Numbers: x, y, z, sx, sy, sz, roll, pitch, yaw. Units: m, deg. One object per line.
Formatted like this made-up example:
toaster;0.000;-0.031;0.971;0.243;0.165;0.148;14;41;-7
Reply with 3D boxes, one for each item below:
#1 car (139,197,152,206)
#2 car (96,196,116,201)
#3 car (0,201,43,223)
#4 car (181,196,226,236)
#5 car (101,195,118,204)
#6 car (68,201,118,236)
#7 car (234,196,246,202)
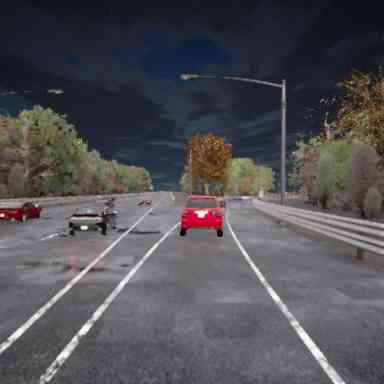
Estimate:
car;-7.563;1.543;54.382;1.895;1.301;4.718;0;0;-4
car;-9.995;1.471;37.794;2.033;1.411;5.357;0;0;-4
car;-12.642;1.382;24.441;1.882;1.535;5.008;0;0;-4
car;0.610;1.230;18.821;2.150;2.045;5.566;1;0;4
car;-14.949;1.378;60.166;2.128;1.511;4.902;0;0;-4
car;-5.214;1.453;18.063;2.128;1.511;4.902;0;0;-4
car;12.519;1.888;88.733;1.882;1.535;5.008;0;0;17
